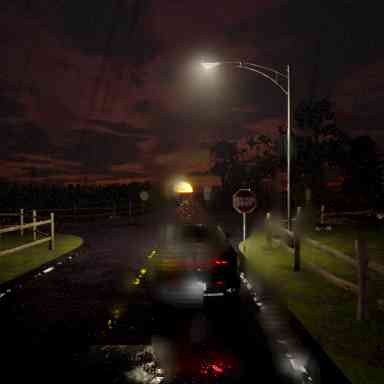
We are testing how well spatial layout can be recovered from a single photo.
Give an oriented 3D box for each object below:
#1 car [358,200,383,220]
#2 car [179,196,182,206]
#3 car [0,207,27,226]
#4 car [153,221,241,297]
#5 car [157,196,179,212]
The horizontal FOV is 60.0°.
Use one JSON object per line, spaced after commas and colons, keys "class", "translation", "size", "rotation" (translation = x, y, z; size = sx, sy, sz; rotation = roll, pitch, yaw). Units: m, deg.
{"class": "car", "translation": [14.739, 1.232, 24.332], "size": [4.892, 1.490, 1.837], "rotation": [-1, 0, 1]}
{"class": "car", "translation": [-2.912, 1.571, 52.652], "size": [1.837, 1.490, 4.892], "rotation": [0, 0, 0]}
{"class": "car", "translation": [-14.753, 1.826, 24.920], "size": [4.181, 1.385, 1.994], "rotation": [-1, 0, 0]}
{"class": "car", "translation": [0.055, 1.509, 8.608], "size": [1.837, 1.490, 4.892], "rotation": [0, 0, -1]}
{"class": "car", "translation": [-2.922, 1.545, 38.792], "size": [1.837, 1.490, 4.892], "rotation": [0, 0, 1]}
